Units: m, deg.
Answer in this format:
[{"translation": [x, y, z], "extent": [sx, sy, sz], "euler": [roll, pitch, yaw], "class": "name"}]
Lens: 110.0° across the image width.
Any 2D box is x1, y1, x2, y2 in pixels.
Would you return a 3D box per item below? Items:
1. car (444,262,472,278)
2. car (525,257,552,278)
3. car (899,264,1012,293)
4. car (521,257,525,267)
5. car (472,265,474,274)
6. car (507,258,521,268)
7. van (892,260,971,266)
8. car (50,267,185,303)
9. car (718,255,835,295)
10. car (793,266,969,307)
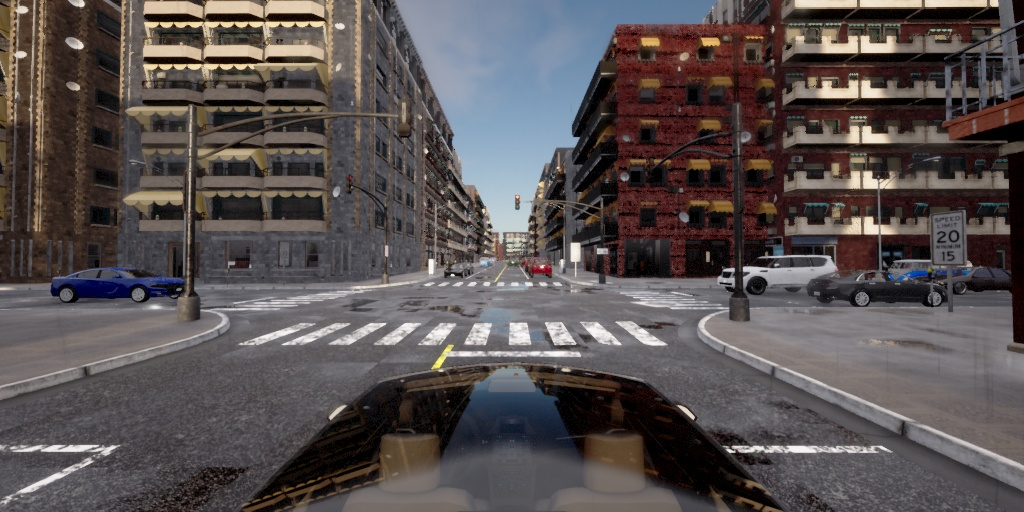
[{"translation": [-5.244, 1.328, 33.900], "extent": [1.948, 1.339, 4.313], "euler": [0, 0, 0], "class": "car"}, {"translation": [2.637, 1.077, 33.928], "extent": [2.192, 1.841, 5.009], "euler": [0, 0, 0], "class": "car"}, {"translation": [24.318, 1.271, 18.989], "extent": [5.357, 1.411, 2.033], "euler": [0, -1, 0], "class": "car"}, {"translation": [2.661, 1.086, 45.051], "extent": [2.192, 1.841, 5.009], "euler": [0, 0, 0], "class": "car"}, {"translation": [-5.232, 1.331, 39.461], "extent": [1.948, 1.339, 4.313], "euler": [0, 0, 0], "class": "car"}, {"translation": [0.233, 1.178, 64.447], "extent": [2.097, 1.767, 4.553], "euler": [0, 0, 0], "class": "car"}, {"translation": [24.946, 1.115, 21.438], "extent": [3.998, 1.789, 1.690], "euler": [0, 0, 0], "class": "van"}, {"translation": [-17.582, 1.255, 16.242], "extent": [5.008, 1.535, 1.882], "euler": [0, -1, 0], "class": "car"}, {"translation": [14.066, 0.969, 19.046], "extent": [5.566, 2.045, 2.150], "euler": [0, -1, 0], "class": "car"}, {"translation": [13.771, 1.185, 13.610], "extent": [4.403, 1.370, 2.007], "euler": [0, 0, 0], "class": "car"}]
